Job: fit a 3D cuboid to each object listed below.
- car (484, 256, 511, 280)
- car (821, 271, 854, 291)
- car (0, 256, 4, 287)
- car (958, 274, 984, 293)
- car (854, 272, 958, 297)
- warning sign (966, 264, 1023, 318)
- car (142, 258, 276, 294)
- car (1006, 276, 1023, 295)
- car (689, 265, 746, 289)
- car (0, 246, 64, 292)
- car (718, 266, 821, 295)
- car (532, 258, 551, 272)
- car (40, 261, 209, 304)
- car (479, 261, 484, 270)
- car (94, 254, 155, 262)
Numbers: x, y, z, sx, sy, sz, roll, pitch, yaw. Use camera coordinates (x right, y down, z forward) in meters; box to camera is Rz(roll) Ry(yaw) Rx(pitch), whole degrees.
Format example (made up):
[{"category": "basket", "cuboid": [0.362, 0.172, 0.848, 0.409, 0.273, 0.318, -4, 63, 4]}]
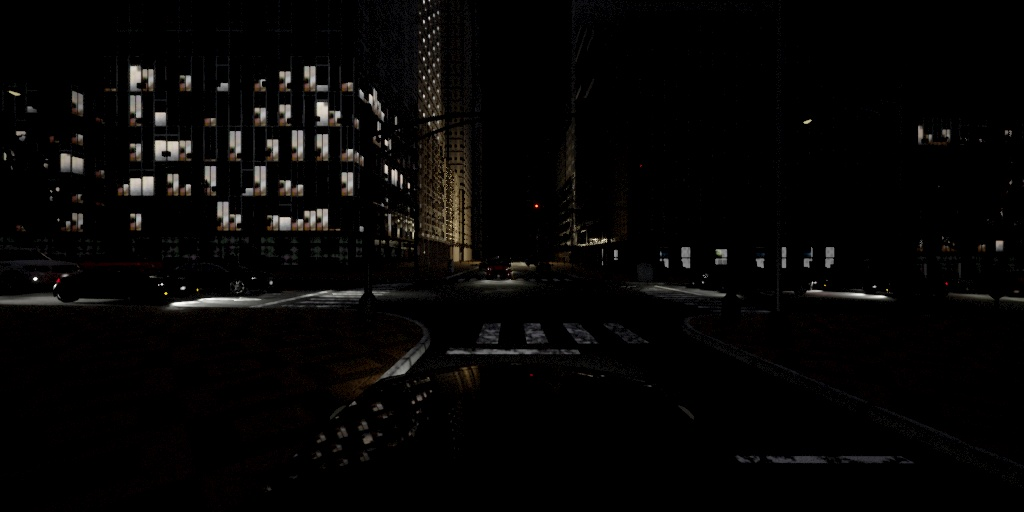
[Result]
[{"category": "car", "cuboid": [-1.195, 1.121, 32.075, 2.097, 1.767, 4.553, 0, 0, -2]}, {"category": "car", "cuboid": [23.686, 1.762, 25.810, 4.181, 1.385, 1.994, 1, 0, -5]}, {"category": "car", "cuboid": [-23.691, 0.832, 13.773, 4.902, 1.511, 2.128, 1, 0, -3]}, {"category": "car", "cuboid": [33.780, 1.980, 26.229, 4.718, 1.301, 1.895, 1, 0, -3]}, {"category": "car", "cuboid": [24.723, 1.782, 22.588, 4.181, 1.385, 1.994, 1, 0, -3]}, {"category": "warning sign", "cuboid": [17.306, 1.204, 12.804, 1.060, 1.860, 1.300, 0, 0, -2]}, {"category": "car", "cuboid": [-14.246, 1.004, 17.443, 4.902, 1.511, 2.128, 1, 0, -3]}, {"category": "car", "cuboid": [34.486, 1.745, 23.005, 4.553, 1.767, 2.097, 1, 0, -2]}, {"category": "car", "cuboid": [15.064, 1.396, 25.418, 4.553, 1.767, 2.097, 1, 0, -3]}, {"category": "car", "cuboid": [-24.086, 0.553, 17.005, 5.566, 2.045, 2.150, 1, 0, -2]}, {"category": "car", "cuboid": [15.856, 1.564, 22.211, 4.892, 1.490, 1.837, 1, 0, -4]}, {"category": "car", "cuboid": [4.053, 1.328, 46.644, 1.948, 1.339, 4.313, 0, 0, 0]}, {"category": "car", "cuboid": [-15.044, 1.063, 14.147, 4.181, 1.385, 1.994, 1, 0, -2]}, {"category": "car", "cuboid": [-3.885, 1.342, 52.159, 1.802, 1.307, 4.207, 0, 0, 0]}, {"category": "car", "cuboid": [-25.882, 0.647, 23.632, 4.553, 1.767, 2.097, 1, 0, -2]}]
